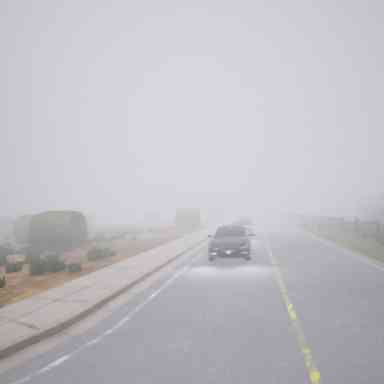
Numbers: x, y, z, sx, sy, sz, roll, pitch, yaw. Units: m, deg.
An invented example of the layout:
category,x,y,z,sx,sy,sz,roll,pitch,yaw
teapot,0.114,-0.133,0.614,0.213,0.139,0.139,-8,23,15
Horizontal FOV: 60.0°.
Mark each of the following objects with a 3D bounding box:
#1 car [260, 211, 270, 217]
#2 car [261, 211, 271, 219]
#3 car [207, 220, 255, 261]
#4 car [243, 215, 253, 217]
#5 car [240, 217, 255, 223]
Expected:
category,x,y,z,sx,sy,sz,roll,pitch,yaw
car,18.932,5.733,86.507,2.033,1.411,5.357,-3,-3,6
car,17.025,5.189,76.455,2.097,1.767,4.553,-3,-3,11
car,1.948,2.379,16.180,1.837,1.490,4.892,-3,-3,11
car,7.958,3.977,47.376,2.128,1.511,4.902,-3,-4,11
car,4.421,3.147,29.180,1.895,1.301,4.718,-3,-3,11
